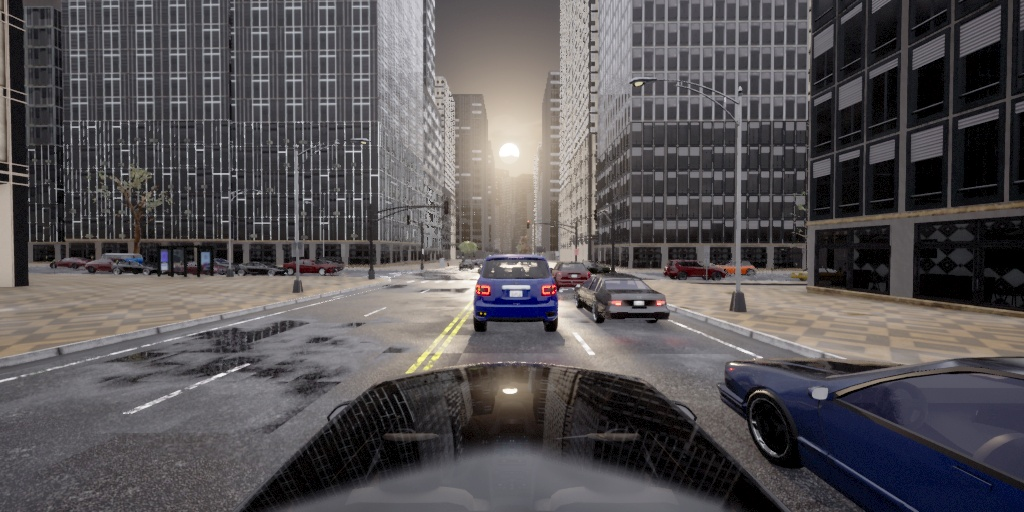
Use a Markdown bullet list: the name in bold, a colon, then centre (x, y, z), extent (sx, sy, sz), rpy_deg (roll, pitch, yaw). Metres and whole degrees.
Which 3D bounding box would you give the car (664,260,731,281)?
- **car**: centre (16.193, 1.268, 32.051), extent (5.009, 1.841, 2.192), rpy_deg (0, 0, 1)

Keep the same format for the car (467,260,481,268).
- **car**: centre (-6.570, 1.304, 62.760), extent (1.895, 1.301, 4.718), rpy_deg (0, 0, 0)

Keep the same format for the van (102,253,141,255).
- **van**: centre (-45.288, 0.605, 41.548), extent (3.998, 1.789, 1.690), rpy_deg (0, 0, 1)

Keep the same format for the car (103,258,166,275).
- **car**: centre (-34.097, 1.069, 32.887), extent (4.313, 1.339, 1.948), rpy_deg (0, 0, 1)

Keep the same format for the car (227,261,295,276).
- **car**: centre (-22.732, 1.173, 32.580), extent (4.313, 1.339, 1.948), rpy_deg (0, 0, 1)

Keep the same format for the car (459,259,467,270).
- **car**: centre (-6.602, 1.220, 52.457), extent (1.837, 1.490, 4.892), rpy_deg (0, 0, -1)

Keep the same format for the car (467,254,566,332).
- **car**: centre (0.097, 0.967, 10.990), extent (2.150, 2.045, 5.566), rpy_deg (0, 0, 0)

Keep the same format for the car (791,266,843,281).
- **car**: centre (27.641, 1.578, 31.854), extent (4.829, 1.417, 1.751), rpy_deg (0, 0, 1)

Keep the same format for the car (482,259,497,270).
- **car**: centre (-3.336, 1.191, 53.348), extent (1.882, 1.535, 5.008), rpy_deg (0, 0, 0)

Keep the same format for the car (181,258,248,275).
- **car**: centre (-29.269, 0.996, 35.422), extent (4.902, 1.511, 2.128), rpy_deg (1, 1, 1)

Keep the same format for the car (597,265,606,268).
- **car**: centre (7.742, 1.386, 37.972), extent (4.718, 1.301, 1.895), rpy_deg (1, 1, 1)

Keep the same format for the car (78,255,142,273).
- **car**: centre (-39.540, 0.936, 35.636), extent (4.674, 1.442, 1.812), rpy_deg (1, 1, 1)

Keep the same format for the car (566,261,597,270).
- **car**: centre (3.349, 1.092, 21.400), extent (2.097, 1.767, 4.553), rpy_deg (0, 0, 0)

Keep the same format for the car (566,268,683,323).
- **car**: centre (3.350, 1.293, 11.993), extent (2.033, 1.411, 5.357), rpy_deg (0, 0, 0)

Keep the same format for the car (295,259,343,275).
- **car**: centre (-19.766, 1.068, 35.228), extent (5.008, 1.535, 1.882), rpy_deg (1, 1, 0)

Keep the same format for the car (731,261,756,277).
- **car**: centre (22.850, 1.269, 37.712), extent (4.553, 1.767, 2.097), rpy_deg (0, 1, 1)

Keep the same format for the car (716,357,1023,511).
- **car**: centre (3.350, 1.297, 1.813), extent (2.033, 1.411, 5.357), rpy_deg (0, 0, 1)

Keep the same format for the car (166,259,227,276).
- **car**: centre (-28.416, 1.138, 32.714), extent (4.207, 1.307, 1.802), rpy_deg (0, 0, 1)
